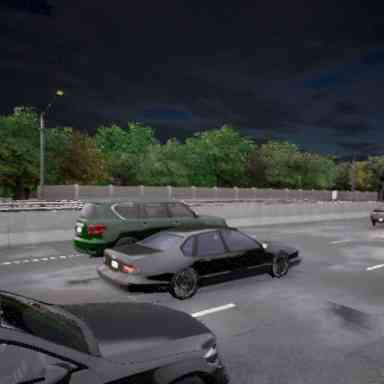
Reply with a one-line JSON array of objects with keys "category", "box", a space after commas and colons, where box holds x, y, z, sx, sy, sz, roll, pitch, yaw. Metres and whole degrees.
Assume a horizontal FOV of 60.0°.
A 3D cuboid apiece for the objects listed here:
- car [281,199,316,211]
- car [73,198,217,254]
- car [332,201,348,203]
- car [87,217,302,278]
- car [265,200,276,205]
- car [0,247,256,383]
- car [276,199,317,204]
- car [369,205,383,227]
[{"category": "car", "box": [14.168, 1.696, 44.171, 4.892, 1.490, 1.837, 1, -1, -35]}, {"category": "car", "box": [-1.185, 1.215, 11.498, 5.566, 2.045, 2.150, 0, 0, -35]}, {"category": "car", "box": [18.996, 1.840, 43.311, 4.718, 1.301, 1.895, 1, -1, -35]}, {"category": "car", "box": [0.432, 1.541, 8.359, 5.357, 1.411, 2.033, 0, 0, -36]}, {"category": "car", "box": [12.445, 1.797, 47.240, 4.718, 1.301, 1.895, 1, -1, -35]}, {"category": "car", "box": [-1.840, 1.526, 2.556, 4.674, 1.442, 1.812, 0, 0, -35]}, {"category": "car", "box": [11.076, 1.598, 33.375, 4.892, 1.490, 1.837, 1, 0, -35]}, {"category": "car", "box": [13.764, 1.550, 22.157, 4.902, 1.511, 2.128, 1, 0, -35]}]
